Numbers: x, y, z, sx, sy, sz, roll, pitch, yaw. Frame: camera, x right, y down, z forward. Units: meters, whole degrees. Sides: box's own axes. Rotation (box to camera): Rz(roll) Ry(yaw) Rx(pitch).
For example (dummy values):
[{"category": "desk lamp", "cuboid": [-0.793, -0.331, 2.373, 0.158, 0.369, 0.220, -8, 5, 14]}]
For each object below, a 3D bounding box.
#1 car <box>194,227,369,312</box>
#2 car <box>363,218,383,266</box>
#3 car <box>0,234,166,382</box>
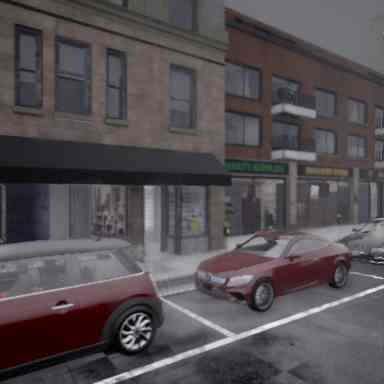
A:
[{"category": "car", "cuboid": [2.010, 1.575, 7.621, 4.206, 1.307, 1.802, 0, 0, -36]}, {"category": "car", "cuboid": [6.503, 1.538, 10.826, 4.403, 1.369, 2.008, 0, 0, -36]}, {"category": "car", "cuboid": [-2.483, 1.439, 4.416, 4.097, 1.590, 1.967, 0, 0, -36]}]
